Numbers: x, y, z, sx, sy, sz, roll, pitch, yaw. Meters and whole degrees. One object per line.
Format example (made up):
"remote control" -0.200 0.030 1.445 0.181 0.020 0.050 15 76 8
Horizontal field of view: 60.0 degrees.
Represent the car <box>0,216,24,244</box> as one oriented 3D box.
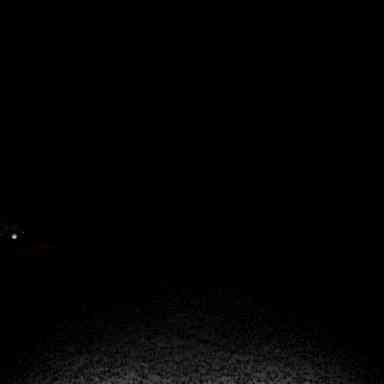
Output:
"car" -9.965 1.754 15.442 4.674 1.442 1.812 -1 -1 21
